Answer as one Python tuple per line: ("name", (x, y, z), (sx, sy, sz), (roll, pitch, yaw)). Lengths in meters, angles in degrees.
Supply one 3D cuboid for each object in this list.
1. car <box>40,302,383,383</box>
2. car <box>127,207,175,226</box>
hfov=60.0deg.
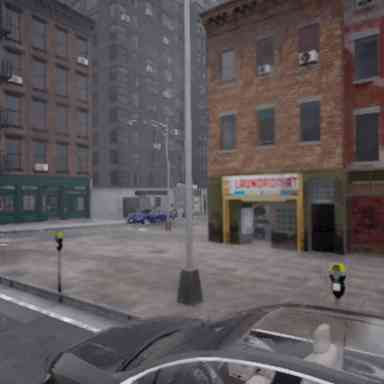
("car", (0.646, 1.555, 2.357), (4.403, 1.369, 2.008), (0, -1, 35))
("car", (-3.532, 2.131, 29.272), (1.882, 1.535, 5.008), (-1, -2, 36))
